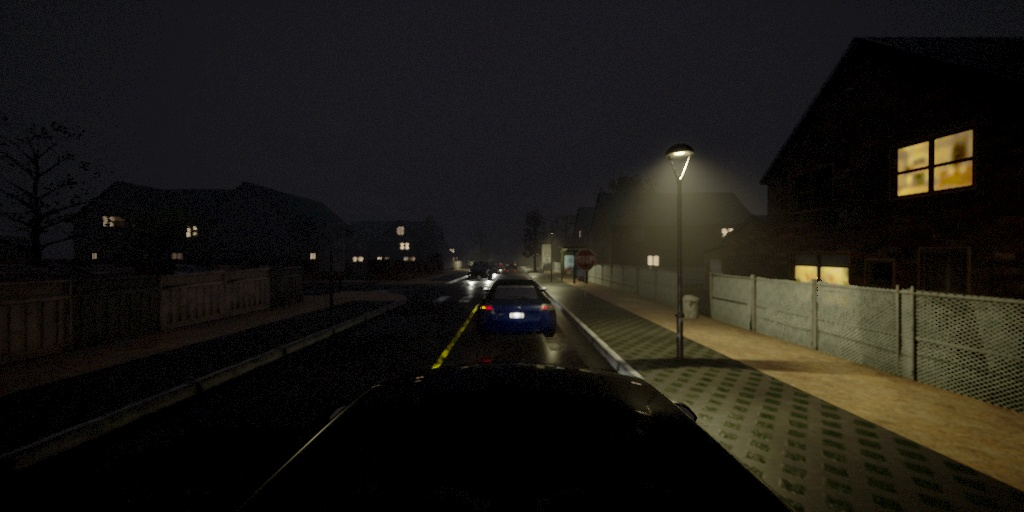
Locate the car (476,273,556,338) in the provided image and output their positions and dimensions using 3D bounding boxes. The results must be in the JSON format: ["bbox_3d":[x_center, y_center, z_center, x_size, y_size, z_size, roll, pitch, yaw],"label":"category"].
[{"bbox_3d":[0.085,1.349,10.289,1.994,1.385,4.181,0,0,-1],"label":"car"}]

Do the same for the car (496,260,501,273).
[{"bbox_3d":[-2.919,1.535,47.727,2.128,1.511,4.902,0,-1,0],"label":"car"}]

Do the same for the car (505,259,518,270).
[{"bbox_3d":[-0.099,1.739,63.581,1.812,1.442,4.674,0,-1,0],"label":"car"}]

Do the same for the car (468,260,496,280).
[{"bbox_3d":[-2.900,1.272,33.657,2.097,1.767,4.553,0,0,0],"label":"car"}]
